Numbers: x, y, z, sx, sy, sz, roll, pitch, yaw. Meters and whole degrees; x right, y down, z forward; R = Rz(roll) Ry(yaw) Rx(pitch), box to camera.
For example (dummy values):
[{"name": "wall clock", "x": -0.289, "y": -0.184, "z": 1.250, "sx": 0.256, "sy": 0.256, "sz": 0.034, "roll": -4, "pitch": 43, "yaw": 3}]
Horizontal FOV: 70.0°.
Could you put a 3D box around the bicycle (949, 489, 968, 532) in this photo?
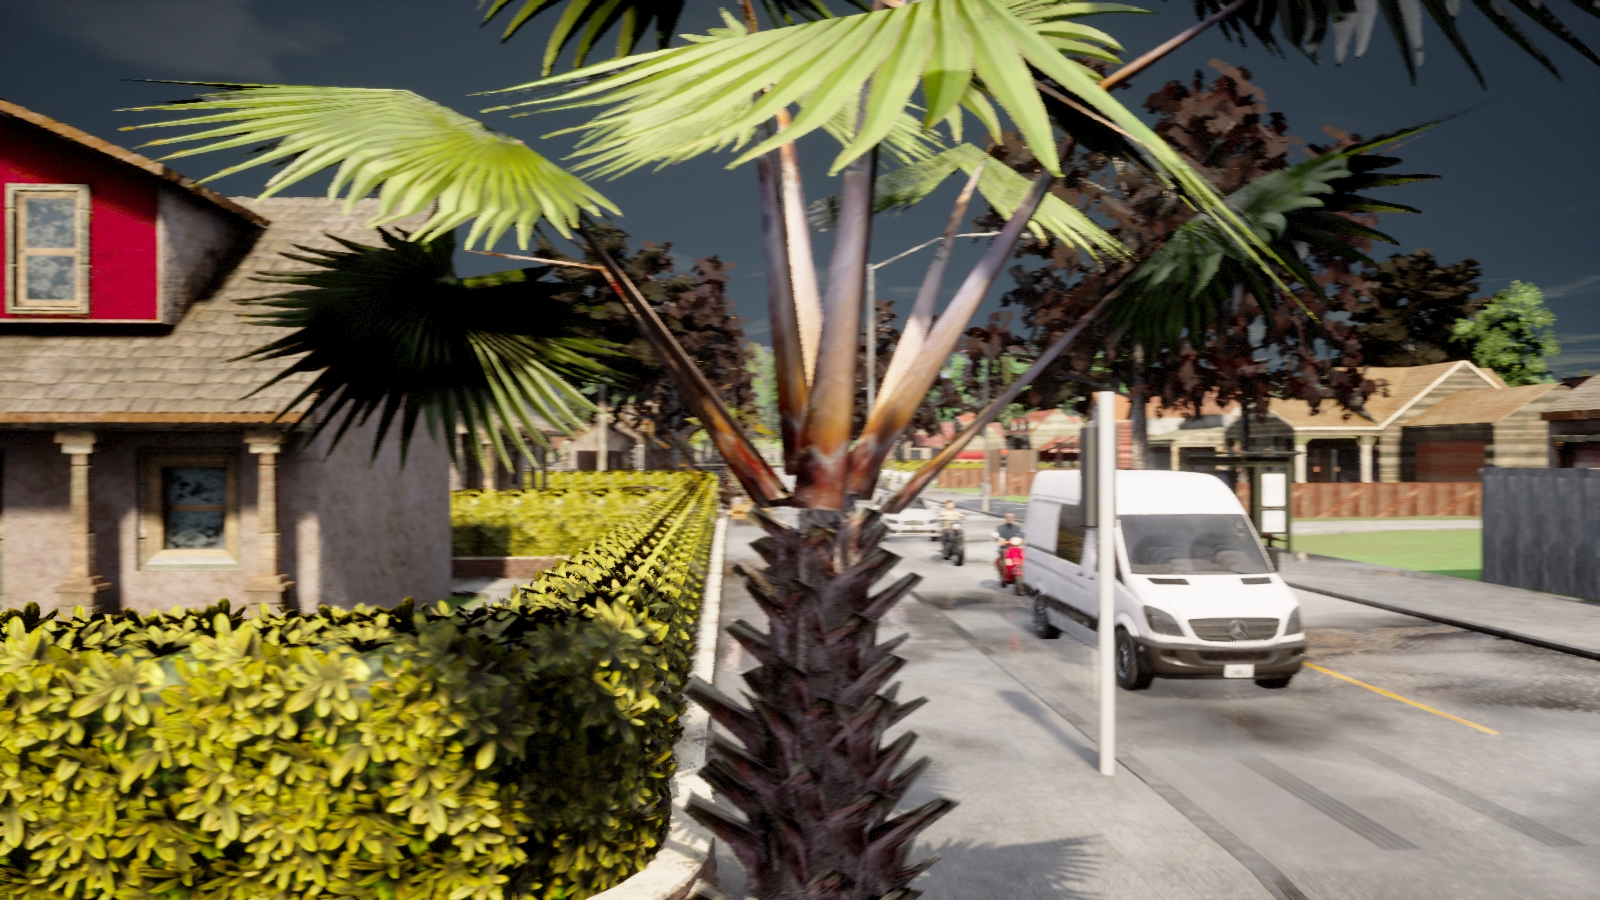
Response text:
[{"name": "bicycle", "x": 5.798, "y": 2.193, "z": 41.853, "sx": 0.329, "sy": 1.471, "sz": 1.835, "roll": 0, "pitch": 0, "yaw": -3}]

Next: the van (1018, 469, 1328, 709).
[{"name": "van", "x": 4.693, "y": 1.582, "z": 15.573, "sx": 1.988, "sy": 2.561, "sz": 5.915, "roll": 0, "pitch": 0, "yaw": -3}]

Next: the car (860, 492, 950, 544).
[{"name": "car", "x": 3.370, "y": 2.184, "z": 37.701, "sx": 2.231, "sy": 1.480, "sz": 4.892, "roll": 0, "pitch": 0, "yaw": -3}]

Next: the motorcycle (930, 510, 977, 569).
[{"name": "motorcycle", "x": 3.881, "y": 2.248, "z": 29.080, "sx": 0.764, "sy": 1.307, "sz": 2.356, "roll": 0, "pitch": 0, "yaw": -3}]
